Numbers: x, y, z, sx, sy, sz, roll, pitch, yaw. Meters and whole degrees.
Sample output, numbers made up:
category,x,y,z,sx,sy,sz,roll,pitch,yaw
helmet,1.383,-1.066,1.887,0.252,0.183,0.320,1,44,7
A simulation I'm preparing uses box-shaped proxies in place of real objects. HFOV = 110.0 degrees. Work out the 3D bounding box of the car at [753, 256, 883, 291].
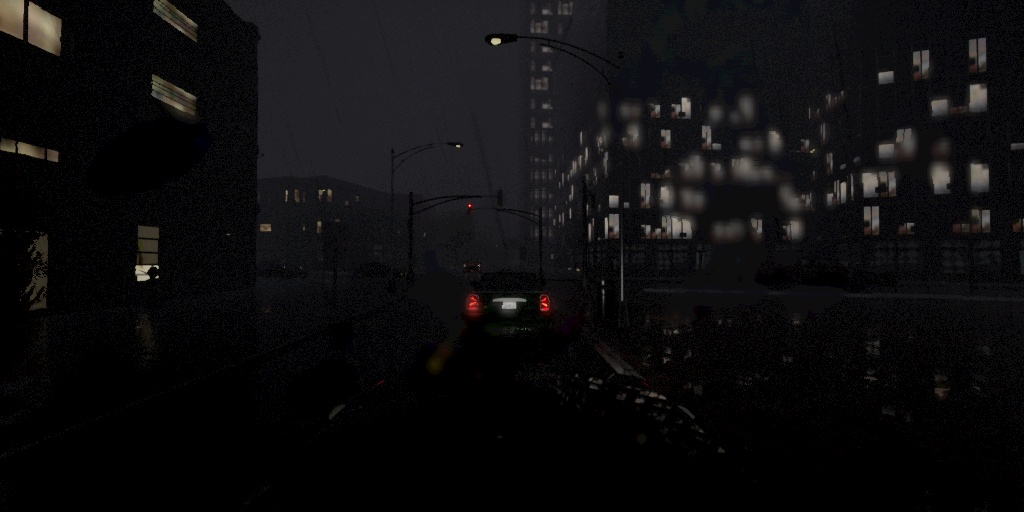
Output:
category,x,y,z,sx,sy,sz,roll,pitch,yaw
car,16.022,0.931,19.378,5.009,1.841,2.192,0,0,19

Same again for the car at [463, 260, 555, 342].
category,x,y,z,sx,sy,sz,roll,pitch,yaw
car,-0.088,1.105,9.990,2.097,1.767,4.553,0,0,-1

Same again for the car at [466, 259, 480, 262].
category,x,y,z,sx,sy,sz,roll,pitch,yaw
car,-4.725,1.112,42.737,2.097,1.767,4.553,0,0,-5

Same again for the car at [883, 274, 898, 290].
category,x,y,z,sx,sy,sz,roll,pitch,yaw
car,19.154,1.250,21.073,4.718,1.301,1.895,0,-1,19

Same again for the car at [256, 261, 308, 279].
category,x,y,z,sx,sy,sz,roll,pitch,yaw
car,-20.167,1.321,31.691,4.313,1.339,1.948,0,0,19

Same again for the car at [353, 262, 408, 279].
category,x,y,z,sx,sy,sz,roll,pitch,yaw
car,-11.659,1.279,31.904,4.892,1.490,1.837,0,-1,11
